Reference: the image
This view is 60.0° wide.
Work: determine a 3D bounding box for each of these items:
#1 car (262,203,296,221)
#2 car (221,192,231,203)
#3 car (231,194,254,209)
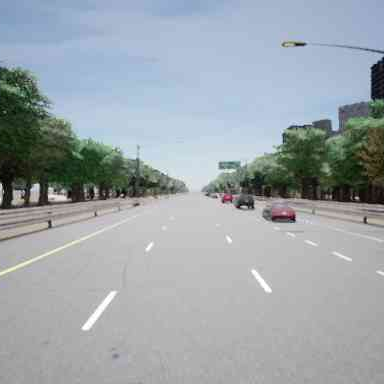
[{"bbox_3d":[7.031,1.589,27.239,1.994,1.385,4.181,0,0,0],"label":"car"},{"bbox_3d":[7.235,1.284,69.083,2.150,2.045,5.566,0,0,0],"label":"car"},{"bbox_3d":[7.096,1.262,45.520,2.150,2.045,5.566,0,0,0],"label":"car"}]
